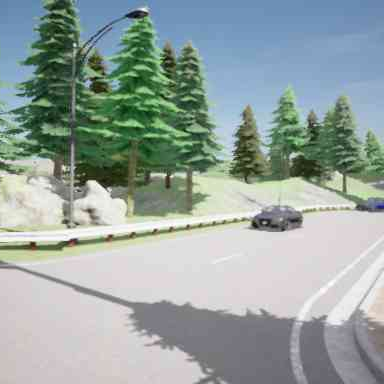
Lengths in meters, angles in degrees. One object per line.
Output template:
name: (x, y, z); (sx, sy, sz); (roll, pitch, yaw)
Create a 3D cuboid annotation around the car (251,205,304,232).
car: (5.135, 1.494, 19.748); (1.994, 1.385, 4.181); (2, 1, 36)

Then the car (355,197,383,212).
car: (21.151, 1.381, 38.407); (4.553, 1.767, 2.097); (1, 1, -19)
